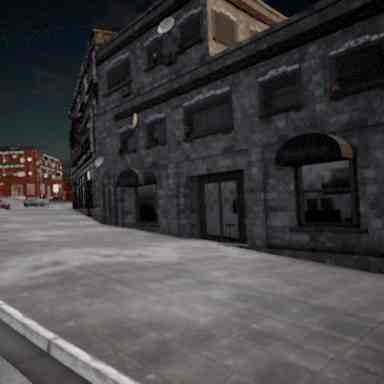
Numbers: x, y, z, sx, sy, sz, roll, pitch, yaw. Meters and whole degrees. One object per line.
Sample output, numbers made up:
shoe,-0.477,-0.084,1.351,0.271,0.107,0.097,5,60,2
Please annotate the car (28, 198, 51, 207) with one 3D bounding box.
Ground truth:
car,-28.194,1.915,61.745,2.128,1.511,4.902,-3,-1,-3

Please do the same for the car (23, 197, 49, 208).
car,-24.094,1.571,51.047,2.128,1.511,4.902,-3,-1,-3

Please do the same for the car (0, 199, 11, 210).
car,-23.126,1.500,39.198,1.812,1.442,4.674,-2,0,-5
